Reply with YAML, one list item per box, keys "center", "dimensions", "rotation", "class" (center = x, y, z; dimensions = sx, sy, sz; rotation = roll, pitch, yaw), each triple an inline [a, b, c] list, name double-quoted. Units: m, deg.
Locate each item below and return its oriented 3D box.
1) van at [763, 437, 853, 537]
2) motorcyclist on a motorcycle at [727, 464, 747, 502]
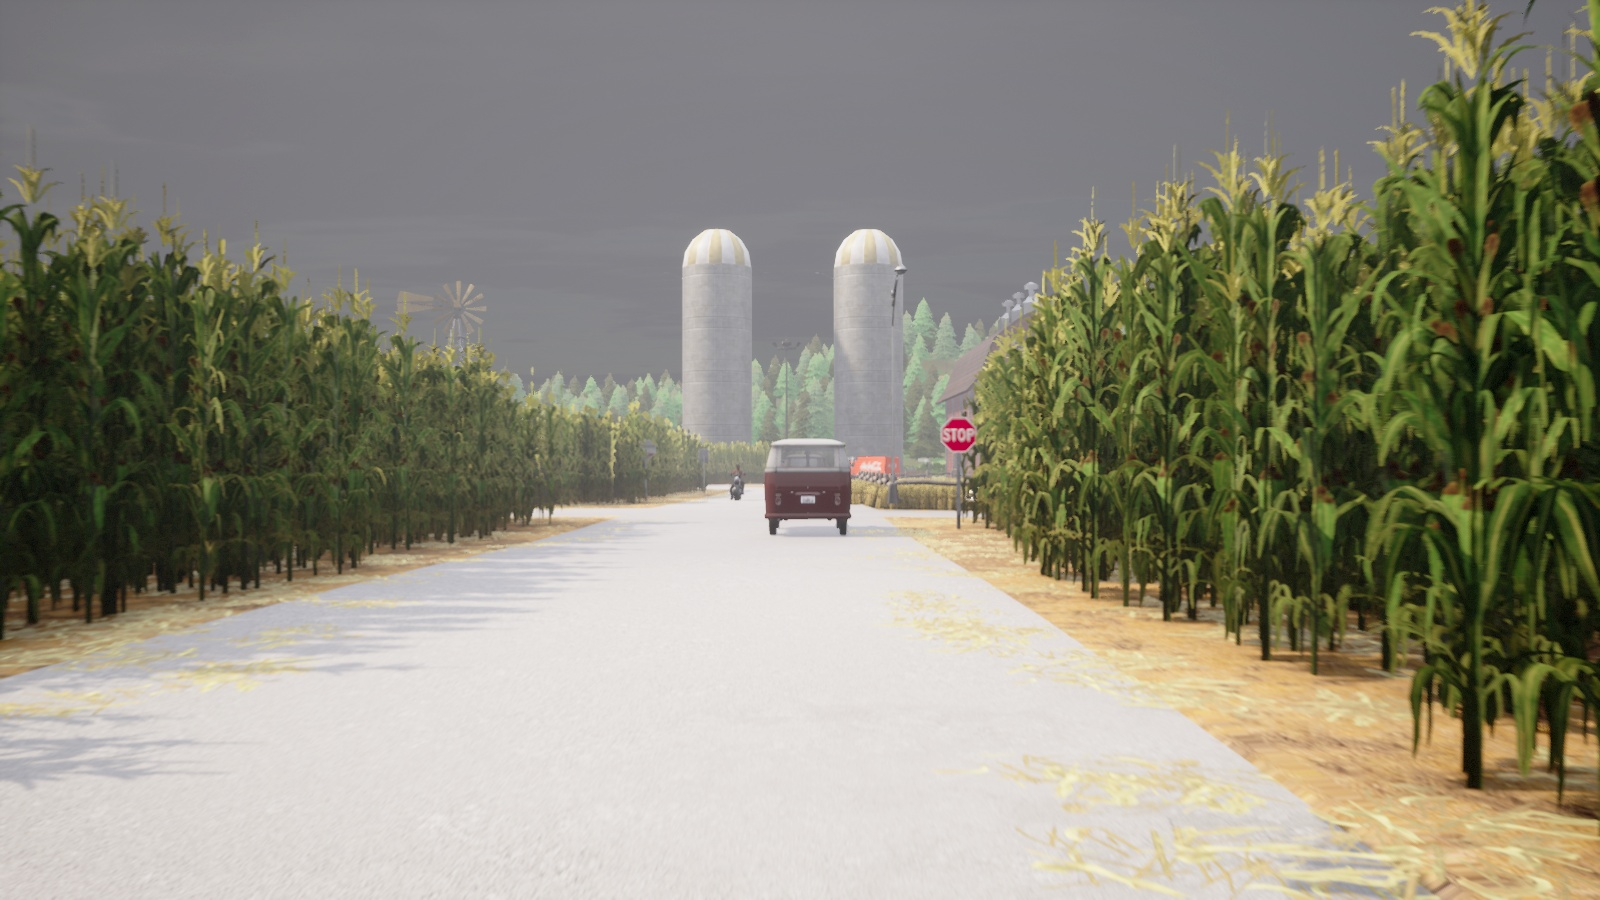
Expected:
- center: [0.169, 0.774, 27.135]
  dimensions: [1.775, 1.987, 4.442]
  rotation: [0, -1, 0]
  class: "van"
- center: [-2.770, 1.443, 55.573]
  dimensions: [0.766, 1.649, 2.350]
  rotation: [0, -1, 0]
  class: "motorcyclist on a motorcycle"
